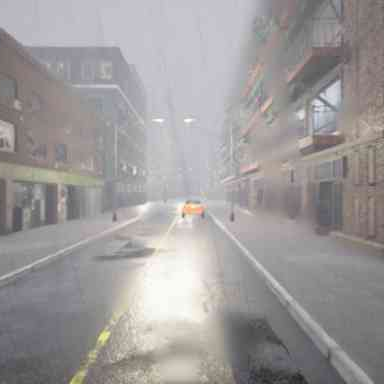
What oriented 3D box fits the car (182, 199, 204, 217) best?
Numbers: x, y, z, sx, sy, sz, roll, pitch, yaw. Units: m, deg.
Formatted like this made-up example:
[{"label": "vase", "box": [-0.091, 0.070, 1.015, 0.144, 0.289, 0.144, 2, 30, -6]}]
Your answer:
[{"label": "car", "box": [0.097, 1.466, 32.798, 2.097, 1.767, 4.553, 0, 0, 0]}]
